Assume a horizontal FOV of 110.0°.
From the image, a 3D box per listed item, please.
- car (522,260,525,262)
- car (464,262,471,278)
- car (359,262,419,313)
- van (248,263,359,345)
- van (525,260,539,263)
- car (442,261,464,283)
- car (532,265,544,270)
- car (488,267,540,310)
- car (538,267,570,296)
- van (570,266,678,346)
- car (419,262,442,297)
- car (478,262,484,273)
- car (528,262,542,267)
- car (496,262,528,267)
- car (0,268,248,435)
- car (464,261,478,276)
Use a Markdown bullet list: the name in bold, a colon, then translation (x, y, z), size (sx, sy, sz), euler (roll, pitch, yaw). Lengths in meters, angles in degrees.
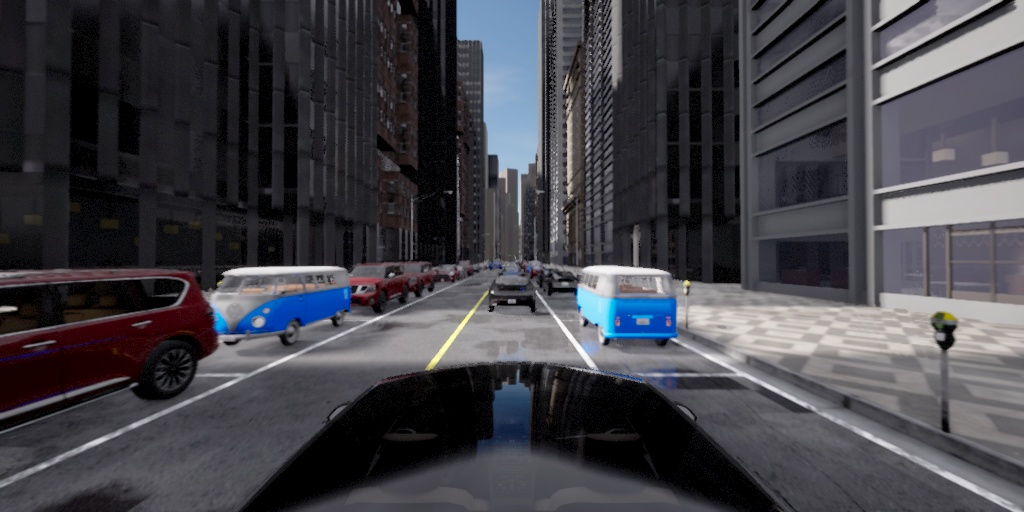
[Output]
- **car**: translation (2.744, 1.670, 48.663), size (1.967, 1.591, 4.097), euler (0, 0, 0)
- **car**: translation (-5.777, 1.663, 37.428), size (2.007, 1.370, 4.403), euler (0, 0, 0)
- **car**: translation (-5.769, 1.197, 14.991), size (2.192, 1.841, 5.009), euler (0, 0, 0)
- **van**: translation (-5.766, 1.167, 9.381), size (1.690, 1.789, 3.998), euler (0, 0, 0)
- **van**: translation (2.746, 1.512, 43.055), size (1.690, 1.789, 3.998), euler (0, 0, 0)
- **car**: translation (-5.775, 1.494, 31.819), size (1.967, 1.591, 4.097), euler (0, 0, 0)
- **car**: translation (2.752, 1.562, 26.228), size (1.948, 1.339, 4.313), euler (0, 0, 0)
- **car**: translation (0.016, 1.393, 15.355), size (1.837, 1.490, 4.892), euler (0, 0, 0)
- **car**: translation (2.755, 1.505, 20.619), size (1.948, 1.339, 4.313), euler (0, 0, 0)
- **van**: translation (2.759, 1.167, 9.402), size (1.690, 1.789, 3.998), euler (0, 0, 0)
- **car**: translation (-5.771, 1.254, 20.600), size (2.192, 1.841, 5.009), euler (0, 0, 0)
- **car**: translation (-5.783, 1.855, 54.255), size (1.948, 1.339, 4.313), euler (0, 0, 0)
- **car**: translation (2.748, 1.658, 37.446), size (1.888, 1.381, 4.507), euler (0, 0, 0)
- **car**: translation (0.011, 1.532, 30.369), size (2.128, 1.511, 4.902), euler (0, 0, 0)
- **car**: translation (-5.764, 1.085, 3.773), size (2.192, 1.841, 5.009), euler (0, 0, 0)
- **car**: translation (-5.779, 1.486, 43.037), size (2.192, 1.841, 5.009), euler (0, 0, 0)
